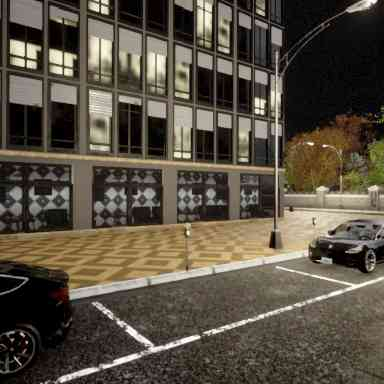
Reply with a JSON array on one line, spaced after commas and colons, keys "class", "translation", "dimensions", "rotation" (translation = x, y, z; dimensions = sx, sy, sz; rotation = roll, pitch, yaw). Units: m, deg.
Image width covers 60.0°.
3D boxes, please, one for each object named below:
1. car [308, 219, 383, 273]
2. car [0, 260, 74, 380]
[{"class": "car", "translation": [5.569, 1.562, 10.632], "dimensions": [4.313, 1.339, 1.947], "rotation": [0, 0, -36]}, {"class": "car", "translation": [-3.661, 1.566, 3.947], "dimensions": [4.313, 1.339, 1.947], "rotation": [0, 0, -36]}]
